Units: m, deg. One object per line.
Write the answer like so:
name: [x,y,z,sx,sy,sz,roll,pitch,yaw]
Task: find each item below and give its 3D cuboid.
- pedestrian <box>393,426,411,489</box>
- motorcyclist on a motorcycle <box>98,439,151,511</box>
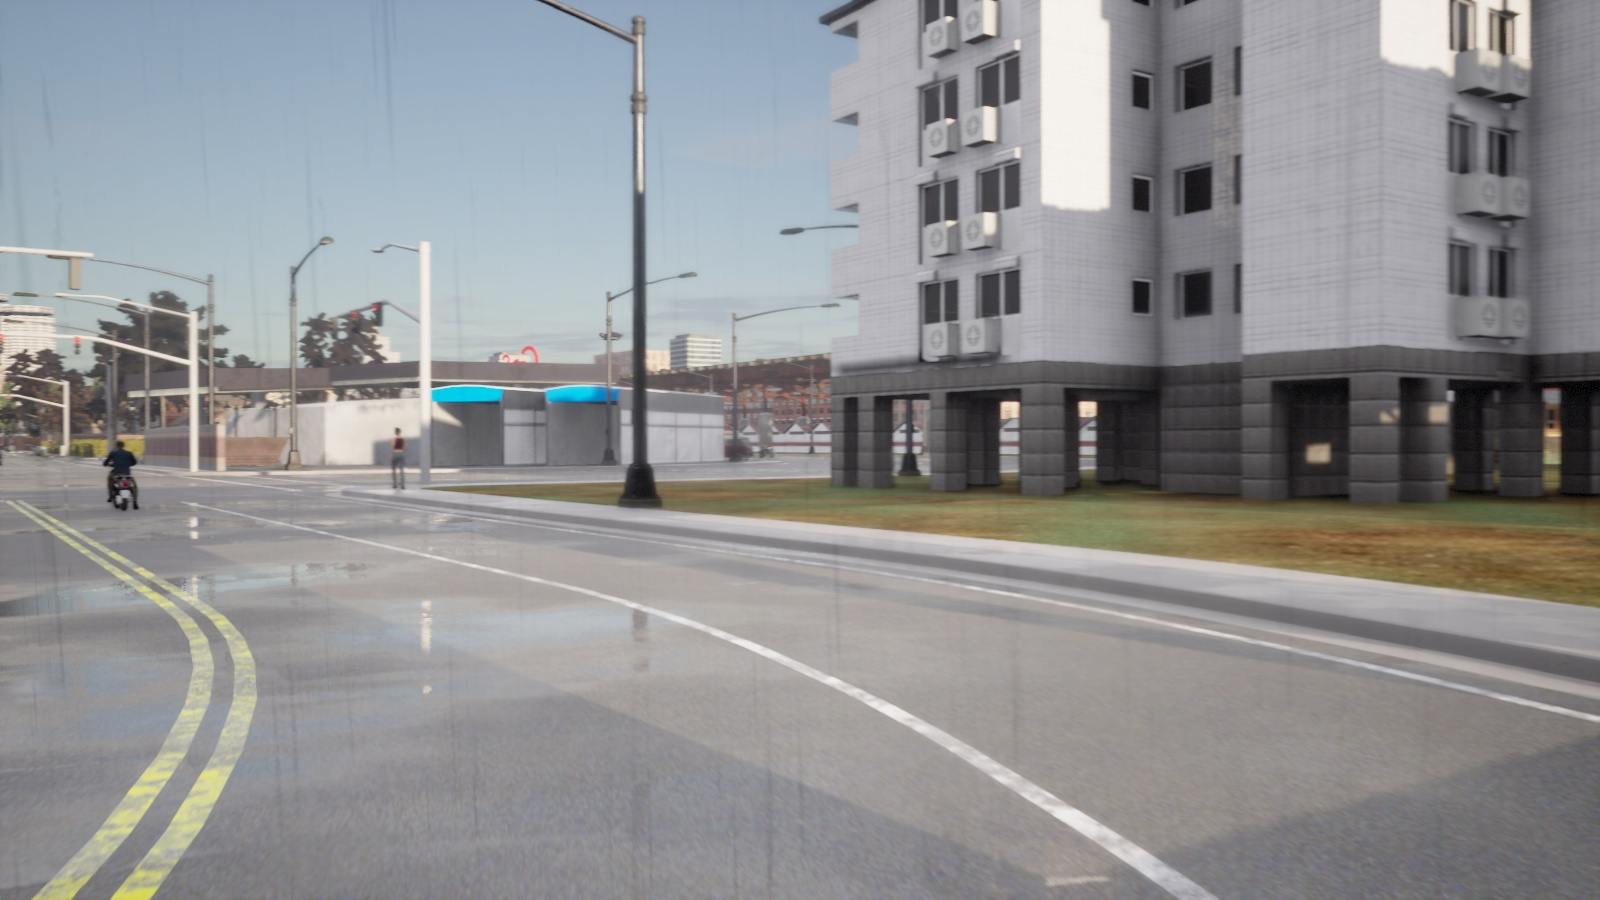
pedestrian: [-11.639,0.210,36.719,0.345,1.836,0.594,0,0,-32]
motorcyclist on a motorcycle: [-15.441,0.551,28.687,0.866,1.590,1.817,0,0,-34]
